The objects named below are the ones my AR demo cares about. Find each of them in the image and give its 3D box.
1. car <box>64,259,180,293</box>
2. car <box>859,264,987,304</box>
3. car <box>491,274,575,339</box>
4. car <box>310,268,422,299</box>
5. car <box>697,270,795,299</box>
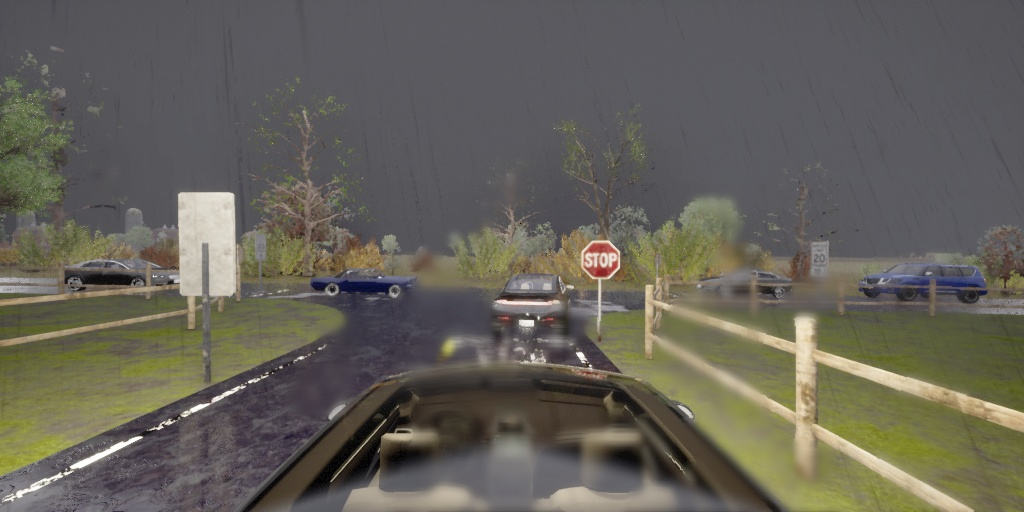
[{"bbox_3d":[-18.486,0.885,17.194,4.902,1.511,2.128,1,1,0],"label":"car"},{"bbox_3d":[22.904,1.466,20.082,5.566,2.045,2.150,1,1,0],"label":"car"},{"bbox_3d":[0.708,1.240,10.141,2.128,1.511,4.902,0,0,9],"label":"car"},{"bbox_3d":[-6.818,1.248,17.174,4.718,1.301,1.895,1,1,0],"label":"car"},{"bbox_3d":[13.008,1.525,20.096,4.902,1.511,2.128,1,1,0],"label":"car"}]
